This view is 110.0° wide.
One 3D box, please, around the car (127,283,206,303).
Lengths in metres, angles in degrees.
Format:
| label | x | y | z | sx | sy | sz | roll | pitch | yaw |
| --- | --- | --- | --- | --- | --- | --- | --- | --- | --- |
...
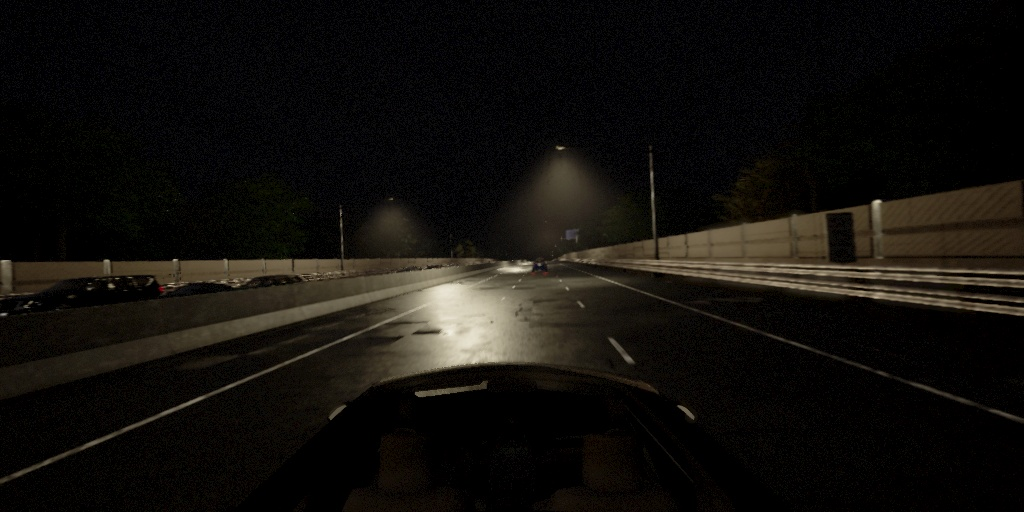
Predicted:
| label | x | y | z | sx | sy | sz | roll | pitch | yaw |
| --- | --- | --- | --- | --- | --- | --- | --- | --- | --- |
| car | -16.279 | 2.142 | 18.547 | 1.812 | 1.442 | 4.674 | -3 | 0 | 5 |

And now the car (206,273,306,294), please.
| label | x | y | z | sx | sy | sz | roll | pitch | yaw |
| --- | --- | --- | --- | --- | --- | --- | --- | --- | --- |
| car | -12.763 | 1.810 | 18.729 | 2.097 | 1.767 | 4.553 | -3 | 0 | 5 |

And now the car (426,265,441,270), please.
| label | x | y | z | sx | sy | sz | roll | pitch | yaw |
| --- | --- | --- | --- | --- | --- | --- | --- | --- | --- |
| car | -12.937 | 2.272 | 59.619 | 1.837 | 1.490 | 4.892 | -3 | 0 | 5 |

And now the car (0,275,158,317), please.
| label | x | y | z | sx | sy | sz | roll | pitch | yaw |
| --- | --- | --- | --- | --- | --- | --- | --- | --- | --- |
| car | -19.932 | 1.991 | 16.982 | 2.150 | 2.045 | 5.566 | -3 | 0 | 5 |

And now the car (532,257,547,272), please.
| label | x | y | z | sx | sy | sz | roll | pitch | yaw |
| --- | --- | --- | --- | --- | --- | --- | --- | --- | --- |
| car | 3.939 | 1.298 | 50.938 | 2.097 | 1.767 | 4.553 | -3 | 0 | 5 |

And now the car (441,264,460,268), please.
| label | x | y | z | sx | sy | sz | roll | pitch | yaw |
| --- | --- | --- | --- | --- | --- | --- | --- | --- | --- |
| car | -9.518 | 2.094 | 58.629 | 2.128 | 1.511 | 4.902 | -3 | 0 | 5 |

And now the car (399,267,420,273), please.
| label | x | y | z | sx | sy | sz | roll | pitch | yaw |
| --- | --- | --- | --- | --- | --- | --- | --- | --- | --- |
| car | -16.537 | 2.468 | 58.414 | 2.033 | 1.411 | 5.357 | -3 | 0 | 5 |
